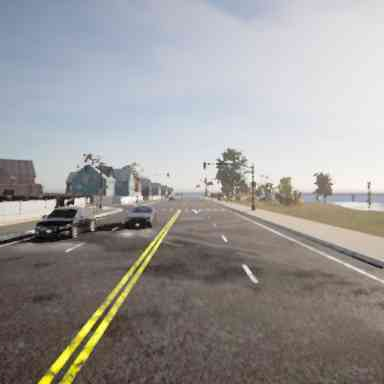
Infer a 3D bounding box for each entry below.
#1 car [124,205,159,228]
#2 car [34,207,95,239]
[{"bbox_3d":[-3.357,1.648,23.149,2.033,1.411,5.357,0,0,0],"label":"car"},{"bbox_3d":[-6.605,1.581,17.755,1.837,1.490,4.892,0,0,0],"label":"car"}]
